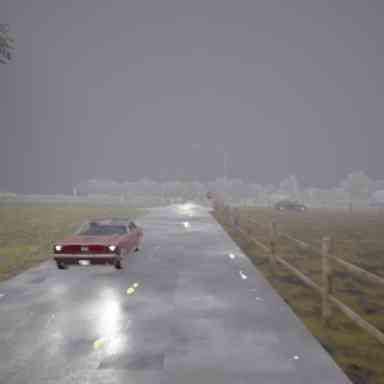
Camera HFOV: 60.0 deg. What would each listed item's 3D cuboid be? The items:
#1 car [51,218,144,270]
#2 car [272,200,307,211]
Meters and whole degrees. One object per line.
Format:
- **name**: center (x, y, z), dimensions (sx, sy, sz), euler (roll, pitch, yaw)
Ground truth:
- **car**: center (-2.848, 1.568, 11.033), dimensions (1.895, 1.301, 4.718), euler (0, 0, 0)
- **car**: center (13.929, 1.898, 47.421), dimensions (4.892, 1.490, 1.837), euler (1, -2, 0)
